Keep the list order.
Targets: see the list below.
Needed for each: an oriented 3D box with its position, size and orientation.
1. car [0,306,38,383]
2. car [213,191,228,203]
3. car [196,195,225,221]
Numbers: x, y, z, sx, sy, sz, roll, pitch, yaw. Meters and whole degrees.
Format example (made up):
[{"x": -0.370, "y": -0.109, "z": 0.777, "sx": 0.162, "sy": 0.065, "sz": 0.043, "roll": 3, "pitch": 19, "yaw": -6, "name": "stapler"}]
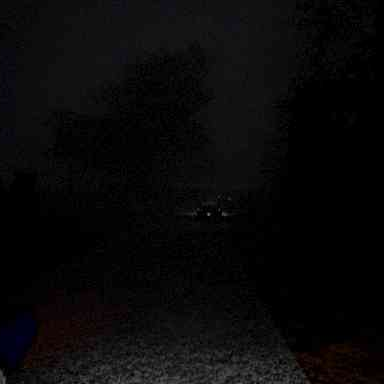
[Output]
[{"x": -2.805, "y": 1.591, "z": 1.767, "sx": 1.895, "sy": 1.301, "sz": 4.718, "roll": 0, "pitch": 0, "yaw": 1, "name": "car"}, {"x": 3.630, "y": 0.526, "z": 42.643, "sx": 2.033, "sy": 1.411, "sz": 5.357, "roll": 1, "pitch": 3, "yaw": 9, "name": "car"}, {"x": 1.348, "y": 1.252, "z": 24.819, "sx": 1.812, "sy": 1.442, "sz": 4.674, "roll": 0, "pitch": 2, "yaw": 5, "name": "car"}]
